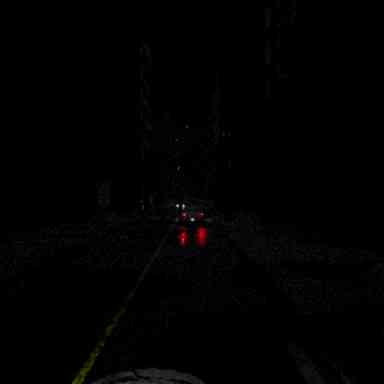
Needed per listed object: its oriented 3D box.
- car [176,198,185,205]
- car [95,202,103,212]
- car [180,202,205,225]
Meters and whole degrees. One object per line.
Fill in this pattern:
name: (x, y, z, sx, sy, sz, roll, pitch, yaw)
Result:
car: (-2.849, 2.362, 83.574, 1.837, 1.490, 4.892, 0, -1, 0)
car: (-14.589, 2.057, 46.486, 4.313, 1.339, 1.947, 0, 0, 0)
car: (0.077, 1.813, 26.486, 1.812, 1.442, 4.674, 0, -1, 1)
